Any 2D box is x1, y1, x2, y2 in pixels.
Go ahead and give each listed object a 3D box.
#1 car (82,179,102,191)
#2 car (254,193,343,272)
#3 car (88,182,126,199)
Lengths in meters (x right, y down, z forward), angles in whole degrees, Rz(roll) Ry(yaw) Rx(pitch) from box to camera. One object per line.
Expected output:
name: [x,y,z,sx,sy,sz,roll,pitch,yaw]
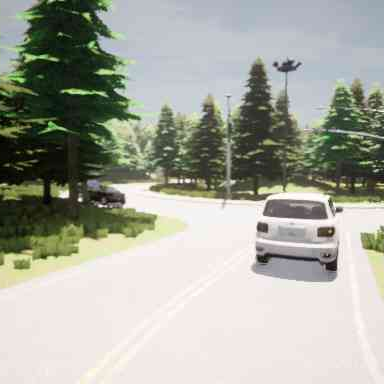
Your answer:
car: [-14.282,-1.015,47.684,1.882,1.535,5.008,0,4,-6]
car: [3.549,1.038,10.725,2.150,2.045,5.566,2,2,24]
car: [-7.419,0.204,28.612,1.882,1.535,5.008,-3,5,-38]
